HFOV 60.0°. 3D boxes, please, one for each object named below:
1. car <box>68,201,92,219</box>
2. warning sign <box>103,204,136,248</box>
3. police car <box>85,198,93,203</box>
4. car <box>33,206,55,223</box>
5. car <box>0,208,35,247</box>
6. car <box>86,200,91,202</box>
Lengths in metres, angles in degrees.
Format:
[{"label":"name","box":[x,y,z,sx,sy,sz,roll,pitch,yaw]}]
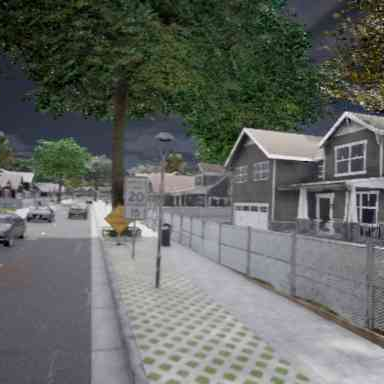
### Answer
[{"label":"car","box":[-12.269,2.057,35.882,2.128,1.511,4.902,3,-2,-16]},{"label":"warning sign","box":[-3.201,1.462,14.605,1.300,1.860,1.060,2,-2,-17]},{"label":"police car","box":[-28.121,2.574,90.741,1.930,1.638,5.238,3,-1,-17]},{"label":"car","box":[-13.276,1.898,29.324,1.994,1.385,4.181,3,-2,-17]},{"label":"car","box":[-9.186,1.665,15.816,2.033,1.411,5.357,3,-2,-17]},{"label":"car","box":[-15.774,2.236,47.313,1.812,1.442,4.674,3,-1,-17]}]
